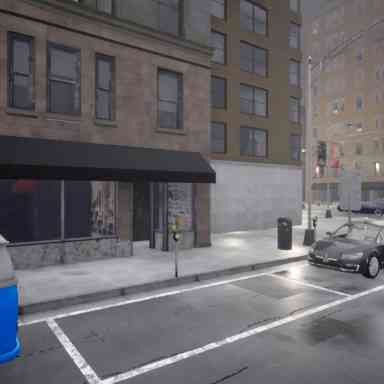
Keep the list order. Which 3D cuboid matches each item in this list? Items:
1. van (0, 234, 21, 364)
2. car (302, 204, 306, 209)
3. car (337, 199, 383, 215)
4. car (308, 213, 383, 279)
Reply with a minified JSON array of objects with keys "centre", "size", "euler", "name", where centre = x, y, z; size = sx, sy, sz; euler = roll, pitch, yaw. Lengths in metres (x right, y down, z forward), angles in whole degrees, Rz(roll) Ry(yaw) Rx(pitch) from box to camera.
[{"centre":[-3.937,1.341,3.379],"size":[3.998,1.788,1.690],"euler":[0,0,-36],"name":"van"},{"centre":[10.541,1.430,38.908],"size":[2.033,1.411,5.357],"euler":[0,0,-36],"name":"car"},{"centre":[16.219,1.529,31.040],"size":[1.895,1.301,4.718],"euler":[0,0,-36],"name":"car"},{"centre":[5.274,1.550,9.965],"size":[4.403,1.369,2.008],"euler":[0,0,-36],"name":"car"}]
